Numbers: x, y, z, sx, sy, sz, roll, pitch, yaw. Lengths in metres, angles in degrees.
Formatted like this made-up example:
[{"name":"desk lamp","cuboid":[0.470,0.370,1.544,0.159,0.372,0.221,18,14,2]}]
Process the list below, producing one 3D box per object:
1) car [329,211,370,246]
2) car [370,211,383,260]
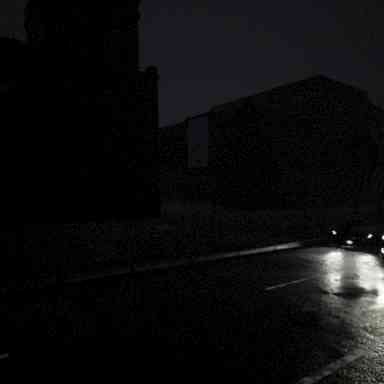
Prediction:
[{"name":"car","cuboid":[8.117,1.515,14.236,5.357,1.411,2.033,0,0,-37]},{"name":"car","cuboid":[7.923,1.322,10.615,4.553,1.767,2.097,0,0,-37]}]
